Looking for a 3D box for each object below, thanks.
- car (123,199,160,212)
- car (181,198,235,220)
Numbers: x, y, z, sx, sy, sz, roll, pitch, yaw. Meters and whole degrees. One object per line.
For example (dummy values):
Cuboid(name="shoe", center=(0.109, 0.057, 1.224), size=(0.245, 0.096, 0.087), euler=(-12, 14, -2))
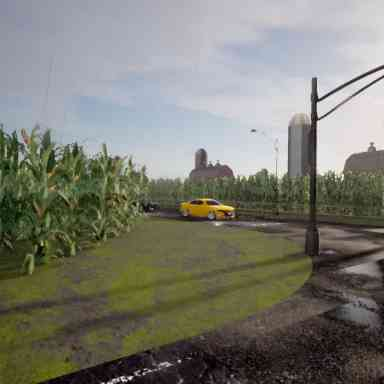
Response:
Cuboid(name="car", center=(-5.173, 1.322, 33.915), size=(1.895, 1.301, 4.718), euler=(2, 0, -38))
Cuboid(name="car", center=(1.154, 1.281, 25.787), size=(1.882, 1.535, 5.008), euler=(2, -1, -38))
